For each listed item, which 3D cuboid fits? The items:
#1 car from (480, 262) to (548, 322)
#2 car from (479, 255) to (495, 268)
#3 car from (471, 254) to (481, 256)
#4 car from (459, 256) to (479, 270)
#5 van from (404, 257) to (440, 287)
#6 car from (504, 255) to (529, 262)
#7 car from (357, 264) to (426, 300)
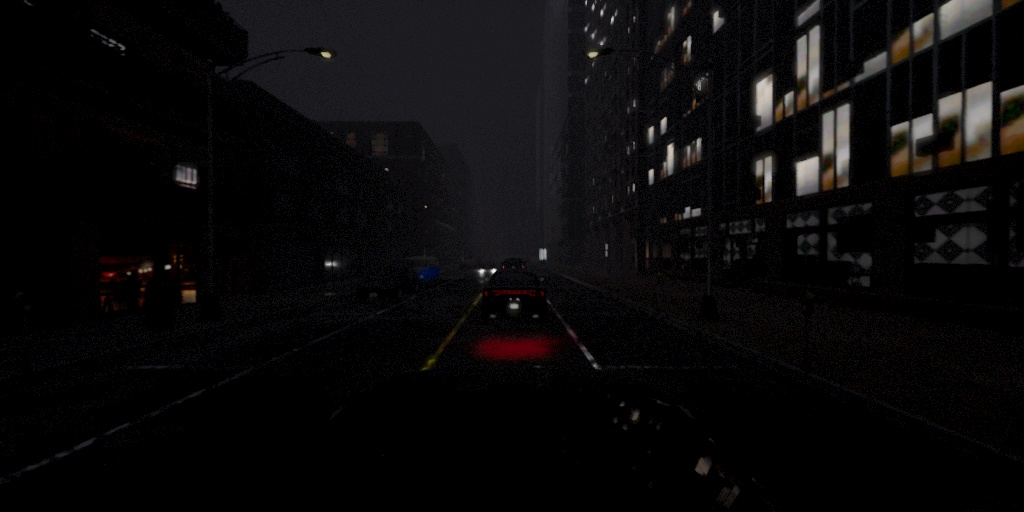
[{"bbox_3d":[0.081,1.153,11.996,1.882,1.535,5.008,0,1,0],"label":"car"},{"bbox_3d":[-3.040,0.957,46.037,1.812,1.442,4.674,0,0,0],"label":"car"},{"bbox_3d":[-5.632,0.677,56.408,2.192,1.841,5.009,0,0,0],"label":"car"},{"bbox_3d":[-5.644,1.020,45.112,1.802,1.307,4.207,0,0,0],"label":"car"},{"bbox_3d":[-5.668,0.939,22.519,1.690,1.789,3.998,0,0,0],"label":"van"},{"bbox_3d":[0.116,0.893,30.475,2.097,1.767,4.553,0,0,0],"label":"car"},{"bbox_3d":[-5.675,1.205,16.870,1.948,1.339,4.313,0,0,0],"label":"car"}]
